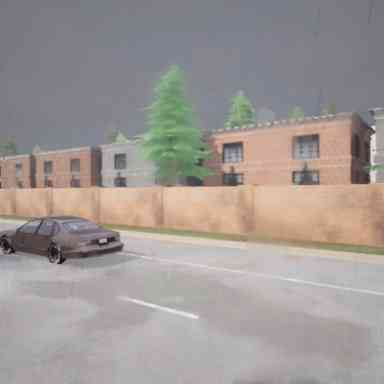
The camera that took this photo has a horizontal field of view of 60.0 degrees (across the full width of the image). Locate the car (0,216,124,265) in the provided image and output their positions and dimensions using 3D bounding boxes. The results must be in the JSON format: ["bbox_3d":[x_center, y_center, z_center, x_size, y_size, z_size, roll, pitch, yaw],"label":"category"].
[{"bbox_3d":[-4.795,1.549,11.705,5.357,1.411,2.033,0,0,35],"label":"car"}]
